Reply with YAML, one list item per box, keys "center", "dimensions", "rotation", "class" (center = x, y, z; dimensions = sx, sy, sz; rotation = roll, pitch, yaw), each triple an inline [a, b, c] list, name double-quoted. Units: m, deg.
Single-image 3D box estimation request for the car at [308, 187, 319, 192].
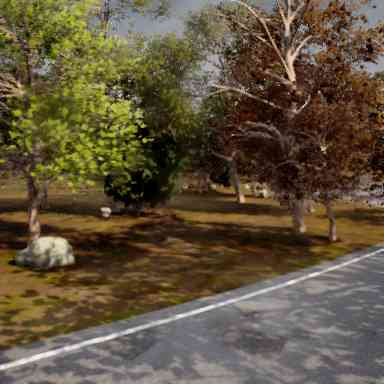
- center: [17.042, -0.836, 45.483]
  dimensions: [1.895, 1.301, 4.718]
  rotation: [-5, 3, -11]
  class: "car"
